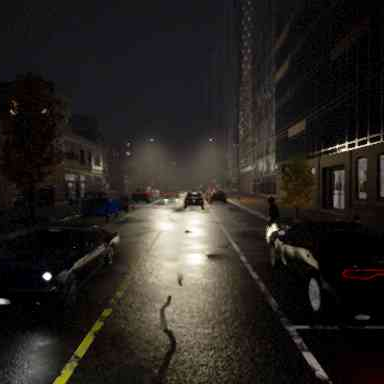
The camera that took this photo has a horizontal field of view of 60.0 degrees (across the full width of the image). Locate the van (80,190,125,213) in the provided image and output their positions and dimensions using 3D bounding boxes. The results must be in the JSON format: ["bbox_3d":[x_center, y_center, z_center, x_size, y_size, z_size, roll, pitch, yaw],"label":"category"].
[{"bbox_3d":[-5.602,0.799,20.740,1.690,1.788,3.998,1,1,0],"label":"van"}]

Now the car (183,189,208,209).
[{"bbox_3d":[0.186,0.751,30.767,2.033,1.411,5.357,0,1,1],"label":"car"}]

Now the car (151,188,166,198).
[{"bbox_3d":[-5.486,0.133,54.597,1.887,1.381,4.507,1,1,0],"label":"car"}]

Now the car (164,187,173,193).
[{"bbox_3d":[-5.406,-0.423,77.167,1.947,1.339,4.313,1,1,0],"label":"car"}]

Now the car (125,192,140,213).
[{"bbox_3d":[-5.586,0.895,26.389,1.802,1.307,4.206,1,1,0],"label":"car"}]

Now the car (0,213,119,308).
[{"bbox_3d":[-3.076,1.400,7.564,1.895,1.301,4.718,0,1,0],"label":"car"}]

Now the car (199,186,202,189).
[{"bbox_3d":[0.214,0.335,45.306,1.837,1.490,4.892,0,2,1],"label":"car"}]

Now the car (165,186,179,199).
[{"bbox_3d":[-2.909,0.203,49.288,1.882,1.535,5.008,0,1,0],"label":"car"}]

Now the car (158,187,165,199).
[{"bbox_3d":[-5.506,0.283,48.956,2.008,1.369,4.403,1,1,0],"label":"car"}]

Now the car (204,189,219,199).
[{"bbox_3d":[2.874,0.306,48.870,1.947,1.339,4.313,1,1,0],"label":"car"}]

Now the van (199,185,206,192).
[{"bbox_3d":[3.007,-1.073,94.003,1.690,1.788,3.998,1,1,0],"label":"van"}]

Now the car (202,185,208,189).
[{"bbox_3d":[2.858,0.200,43.222,2.192,1.841,5.009,1,1,0],"label":"car"}]

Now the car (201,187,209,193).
[{"bbox_3d":[2.977,-0.400,77.082,1.802,1.307,4.206,1,1,0],"label":"car"}]

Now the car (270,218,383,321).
[{"bbox_3d":[3.026,1.293,7.106,1.882,1.535,5.008,0,1,0],"label":"car"}]

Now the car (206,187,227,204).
[{"bbox_3d":[2.836,0.470,37.584,1.967,1.590,4.097,1,1,0],"label":"car"}]

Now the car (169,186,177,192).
[{"bbox_3d":[-5.347,-0.856,94.093,1.947,1.339,4.313,1,1,0],"label":"car"}]

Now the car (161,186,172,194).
[{"bbox_3d":[-5.424,-0.405,71.521,1.967,1.590,4.097,1,1,0],"label":"car"}]

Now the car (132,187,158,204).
[{"bbox_3d":[-5.541,0.338,37.666,2.192,1.841,5.009,1,1,0],"label":"car"}]

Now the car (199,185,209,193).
[{"bbox_3d":[3.006,-0.811,82.717,2.192,1.841,5.009,1,1,0],"label":"car"}]

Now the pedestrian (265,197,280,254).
[{"bbox_3d":[2.463,1.030,10.121,0.375,1.860,0.375,1,1,0],"label":"pedestrian"}]
